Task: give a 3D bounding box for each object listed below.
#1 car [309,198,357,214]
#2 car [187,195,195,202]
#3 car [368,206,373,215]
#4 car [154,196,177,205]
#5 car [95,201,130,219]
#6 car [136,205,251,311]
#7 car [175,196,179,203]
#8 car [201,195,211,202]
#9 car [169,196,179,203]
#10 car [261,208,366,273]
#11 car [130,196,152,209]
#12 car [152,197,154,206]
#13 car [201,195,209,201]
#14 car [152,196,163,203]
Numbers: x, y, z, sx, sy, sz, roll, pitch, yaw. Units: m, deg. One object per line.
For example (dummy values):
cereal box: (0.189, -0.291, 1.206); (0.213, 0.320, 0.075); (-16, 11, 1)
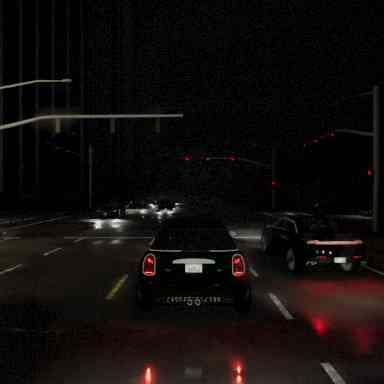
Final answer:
car: (14.606, 1.407, 34.682); (4.553, 1.767, 2.097); (0, 0, 2)
car: (-0.147, 1.478, 77.845); (1.882, 1.535, 5.008); (0, 0, 0)
car: (19.117, 1.560, 31.129); (4.892, 1.490, 1.837); (0, 0, 0)
car: (-3.282, 1.559, 40.402); (2.033, 1.411, 5.357); (0, 0, -6)
car: (-7.155, 1.557, 29.819); (1.812, 1.442, 4.674); (0, 0, 0)
car: (0.042, 1.352, 7.931); (2.097, 1.767, 4.553); (0, 0, 0)
car: (-3.691, 1.491, 52.490); (2.128, 1.511, 4.902); (0, 0, 0)
car: (3.353, 1.500, 77.829); (1.837, 1.490, 4.892); (0, 0, 0)
car: (-3.643, 1.505, 67.838); (1.837, 1.490, 4.892); (0, 0, 0)
car: (3.599, 1.492, 10.741); (2.128, 1.511, 4.902); (0, 0, -3)
car: (-7.183, 1.352, 45.191); (2.097, 1.767, 4.553); (0, 0, 0)
car: (-7.193, 1.526, 56.678); (1.812, 1.442, 4.674); (0, 0, 0)
car: (3.334, 1.478, 87.928); (1.882, 1.535, 5.008); (0, 0, 0)
car: (-7.131, 1.601, 69.209); (1.895, 1.301, 4.718); (0, 0, 0)
